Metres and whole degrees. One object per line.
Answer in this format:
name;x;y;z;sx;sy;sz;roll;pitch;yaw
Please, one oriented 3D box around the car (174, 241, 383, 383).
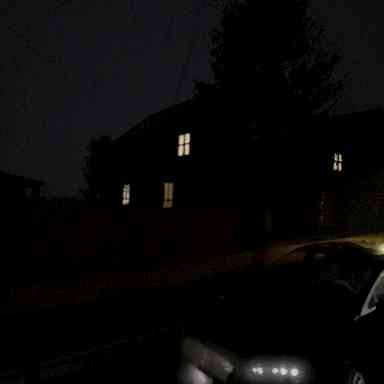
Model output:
car;2.070;1.499;4.548;4.902;1.511;2.128;0;0;-36
